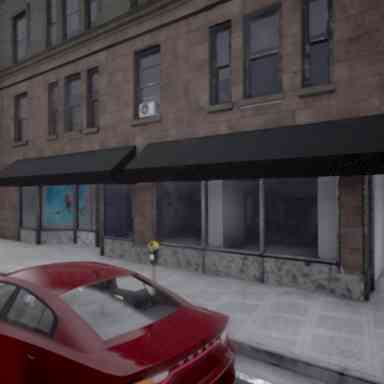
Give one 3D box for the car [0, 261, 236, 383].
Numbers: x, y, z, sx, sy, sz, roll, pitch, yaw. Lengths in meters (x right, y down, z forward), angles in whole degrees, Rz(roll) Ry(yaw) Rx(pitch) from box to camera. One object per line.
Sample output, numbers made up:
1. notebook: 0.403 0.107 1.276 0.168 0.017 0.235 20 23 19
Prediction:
1. car: -1.670 1.544 4.059 4.507 1.381 1.887 0 0 36
